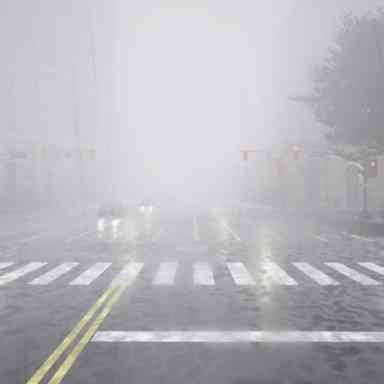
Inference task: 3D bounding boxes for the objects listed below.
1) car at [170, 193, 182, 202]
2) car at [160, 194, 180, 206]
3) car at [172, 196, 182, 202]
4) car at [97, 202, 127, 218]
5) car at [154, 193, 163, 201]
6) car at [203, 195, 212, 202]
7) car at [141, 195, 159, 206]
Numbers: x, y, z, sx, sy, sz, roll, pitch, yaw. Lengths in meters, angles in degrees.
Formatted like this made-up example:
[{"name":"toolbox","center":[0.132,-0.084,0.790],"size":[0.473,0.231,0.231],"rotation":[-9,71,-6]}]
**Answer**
[{"name":"car","center":[-3.515,1.222,65.636],"size":[2.150,2.045,5.566],"rotation":[0,0,1]},{"name":"car","center":[-3.612,1.547,55.594],"size":[2.033,1.411,5.357],"rotation":[0,0,0]},{"name":"car","center":[-3.380,1.552,75.468],"size":[1.994,1.385,4.181],"rotation":[0,0,1]},{"name":"car","center":[-7.110,1.564,29.839],"size":[1.994,1.385,4.181],"rotation":[0,0,0]},{"name":"car","center":[-6.943,1.221,69.159],"size":[2.150,2.045,5.566],"rotation":[0,0,1]},{"name":"car","center":[3.651,1.525,78.496],"size":[2.128,1.511,4.902],"rotation":[0,0,1]},{"name":"car","center":[-7.111,1.601,54.614],"size":[1.895,1.301,4.718],"rotation":[0,0,0]}]
